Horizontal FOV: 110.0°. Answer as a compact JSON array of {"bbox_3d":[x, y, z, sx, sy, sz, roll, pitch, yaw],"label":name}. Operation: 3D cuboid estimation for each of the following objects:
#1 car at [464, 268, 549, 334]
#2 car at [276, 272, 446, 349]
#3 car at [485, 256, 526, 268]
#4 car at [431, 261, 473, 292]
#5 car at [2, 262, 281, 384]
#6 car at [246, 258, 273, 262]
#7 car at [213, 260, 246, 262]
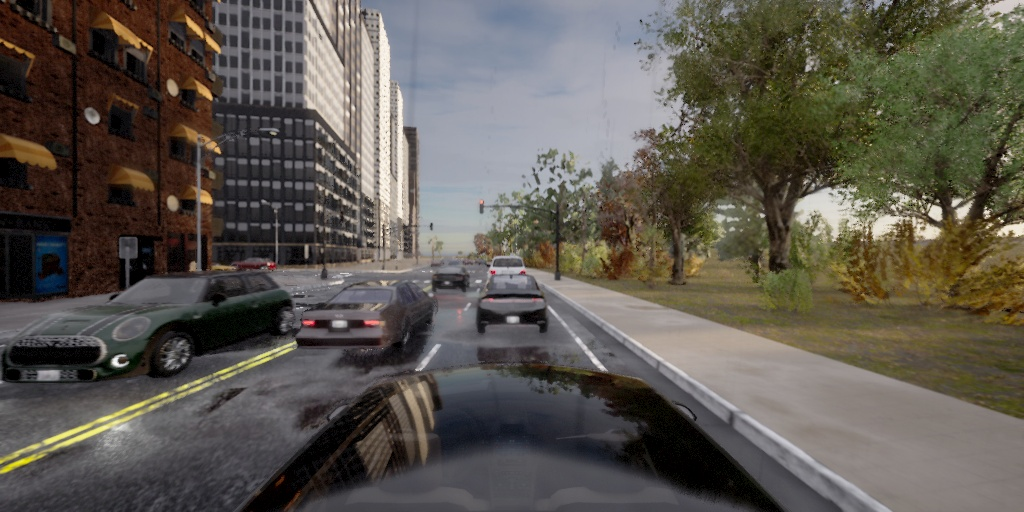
[{"bbox_3d":[-0.015,1.267,10.702,2.128,1.511,4.902,0,0,-1],"label":"car"},{"bbox_3d":[-3.237,1.319,9.181,2.033,1.411,5.357,0,0,-1],"label":"car"},{"bbox_3d":[-0.308,1.024,21.158,2.150,2.045,5.566,0,0,-2],"label":"car"},{"bbox_3d":[-3.580,1.282,21.598,1.882,1.535,5.008,0,0,-3],"label":"car"},{"bbox_3d":[-6.658,1.118,7.373,2.097,1.767,4.553,0,0,-1],"label":"car"},{"bbox_3d":[-28.662,0.923,39.654,4.097,1.591,1.967,0,0,-11],"label":"car"},{"bbox_3d":[-26.639,1.031,31.338,4.829,1.417,1.751,0,0,-11],"label":"car"}]
